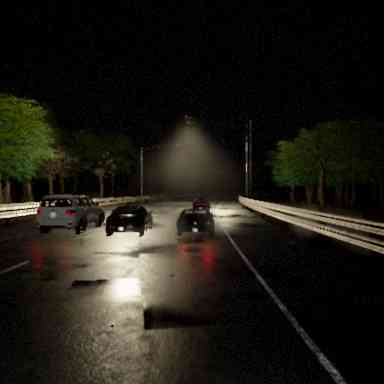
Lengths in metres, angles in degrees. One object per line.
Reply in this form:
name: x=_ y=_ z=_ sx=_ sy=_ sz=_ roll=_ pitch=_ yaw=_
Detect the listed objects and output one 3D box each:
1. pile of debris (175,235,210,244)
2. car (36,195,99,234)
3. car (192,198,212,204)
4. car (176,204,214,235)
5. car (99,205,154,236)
pile of debris: x=0.049 y=2.139 z=15.061 sx=1.500 sy=0.140 sz=1.860 roll=0 pitch=0 yaw=1
car: x=-6.744 y=1.176 z=18.994 sx=2.150 sy=2.045 sz=5.566 roll=0 pitch=0 yaw=1
car: x=1.083 y=1.414 z=36.247 sx=1.837 sy=1.490 sz=4.892 roll=0 pitch=0 yaw=4
car: x=0.223 y=1.557 z=18.442 sx=1.895 sy=1.301 sz=4.718 roll=0 pitch=0 yaw=1
car: x=-3.261 y=1.462 z=17.979 sx=1.837 sy=1.490 sz=4.892 roll=0 pitch=0 yaw=1
